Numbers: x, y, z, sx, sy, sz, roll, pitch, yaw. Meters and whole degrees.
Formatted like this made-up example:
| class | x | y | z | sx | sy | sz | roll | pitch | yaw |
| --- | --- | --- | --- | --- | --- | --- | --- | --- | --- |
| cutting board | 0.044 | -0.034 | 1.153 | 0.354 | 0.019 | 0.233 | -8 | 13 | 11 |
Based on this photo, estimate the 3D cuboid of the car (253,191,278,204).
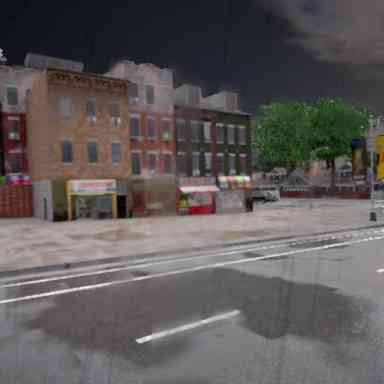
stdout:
| class | x | y | z | sx | sy | sz | roll | pitch | yaw |
| --- | --- | --- | --- | --- | --- | --- | --- | --- | --- |
| car | 12.157 | 0.874 | 57.121 | 2.150 | 2.045 | 5.566 | -3 | 2 | -35 |
